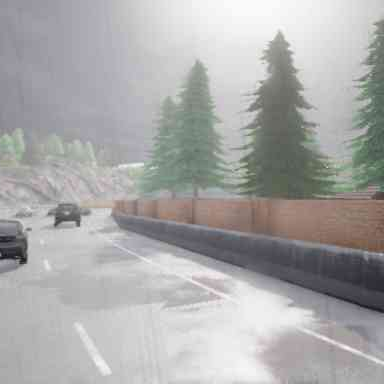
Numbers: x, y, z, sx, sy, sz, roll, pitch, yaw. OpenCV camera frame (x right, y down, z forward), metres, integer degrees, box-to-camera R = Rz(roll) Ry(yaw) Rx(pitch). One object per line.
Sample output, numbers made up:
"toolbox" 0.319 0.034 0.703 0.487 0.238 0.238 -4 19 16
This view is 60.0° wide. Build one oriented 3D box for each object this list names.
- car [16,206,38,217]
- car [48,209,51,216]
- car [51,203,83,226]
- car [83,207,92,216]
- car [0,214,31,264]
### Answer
"car" -22.826 2.682 46.049 1.812 1.442 4.674 1 -2 -11
"car" -19.800 2.850 48.896 1.994 1.385 4.181 1 -2 -11
"car" -11.624 2.062 31.279 2.150 2.045 5.566 1 -2 -18
"car" -16.762 2.973 51.541 1.994 1.385 4.181 1 -2 -10
"car" -7.356 1.821 12.788 1.837 1.490 4.892 1 -1 -27
